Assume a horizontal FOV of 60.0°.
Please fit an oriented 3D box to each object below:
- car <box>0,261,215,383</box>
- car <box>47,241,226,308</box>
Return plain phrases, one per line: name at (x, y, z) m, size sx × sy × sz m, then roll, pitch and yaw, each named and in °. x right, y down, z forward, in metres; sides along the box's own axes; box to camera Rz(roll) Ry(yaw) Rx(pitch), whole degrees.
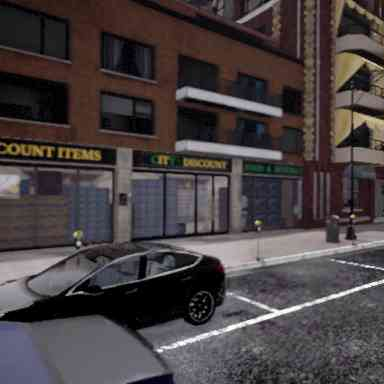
car at (-2.549, 1.538, 1.563) m, size 5.357 × 1.411 × 2.033 m, roll 1°, pitch 0°, yaw -36°
car at (-1.347, 1.582, 5.596) m, size 4.313 × 1.339 × 1.947 m, roll 1°, pitch 0°, yaw -36°
